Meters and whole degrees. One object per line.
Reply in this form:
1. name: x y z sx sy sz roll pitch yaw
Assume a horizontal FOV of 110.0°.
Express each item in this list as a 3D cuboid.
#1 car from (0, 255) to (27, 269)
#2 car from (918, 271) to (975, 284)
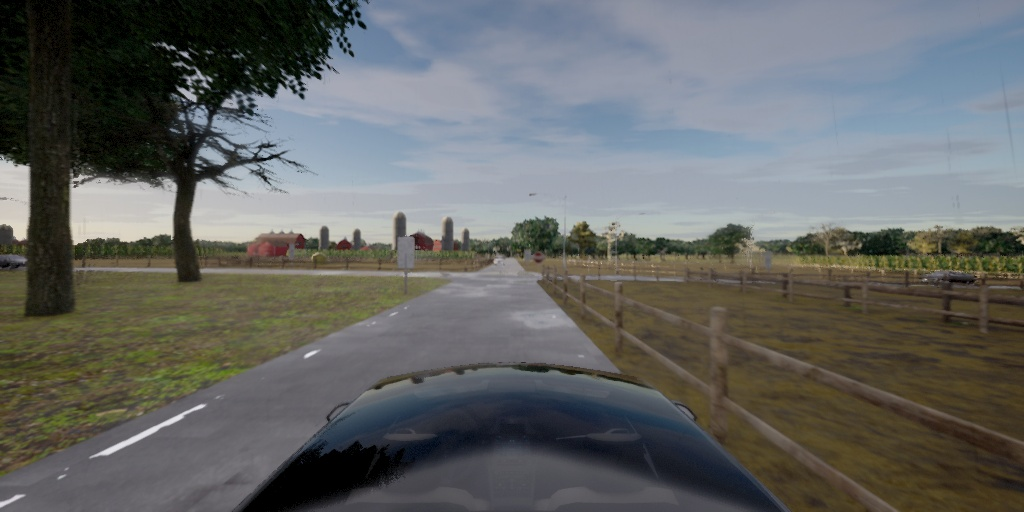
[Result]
1. car: -51.530 0.592 36.689 5.357 1.411 2.033 1 1 0
2. car: 48.424 2.410 40.006 4.902 1.511 2.128 2 1 0
